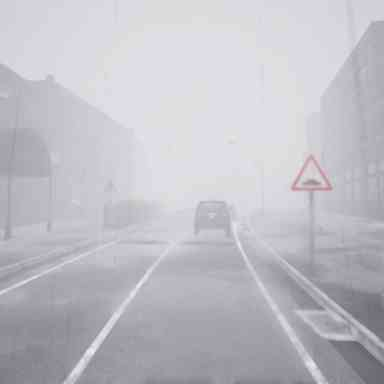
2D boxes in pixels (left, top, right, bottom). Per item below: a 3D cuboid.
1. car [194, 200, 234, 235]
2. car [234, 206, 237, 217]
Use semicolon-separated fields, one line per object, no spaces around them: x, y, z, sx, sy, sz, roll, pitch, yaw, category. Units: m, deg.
1.368;1.502;20.926;2.150;2.045;5.566;0;-1;6;car
4.253;2.108;39.122;2.128;1.511;4.902;0;-1;11;car
